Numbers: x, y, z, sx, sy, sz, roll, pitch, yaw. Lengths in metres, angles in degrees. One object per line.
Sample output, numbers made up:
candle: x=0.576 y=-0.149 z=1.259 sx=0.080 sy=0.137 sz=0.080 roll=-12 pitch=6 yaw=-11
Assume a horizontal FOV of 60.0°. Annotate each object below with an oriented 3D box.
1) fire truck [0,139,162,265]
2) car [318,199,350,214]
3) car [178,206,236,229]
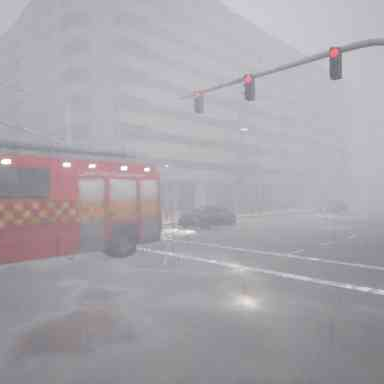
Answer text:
fire truck: x=-5.041 y=0.430 z=10.819 sx=2.891 sy=3.827 sz=8.468 roll=-1 pitch=0 yaw=44
car: x=15.504 y=1.532 z=36.290 sx=4.902 sy=1.511 sz=2.128 roll=0 pitch=0 yaw=-44
car: x=1.075 y=1.638 z=22.141 sx=1.994 sy=1.385 sz=4.181 roll=-1 pitch=0 yaw=45
